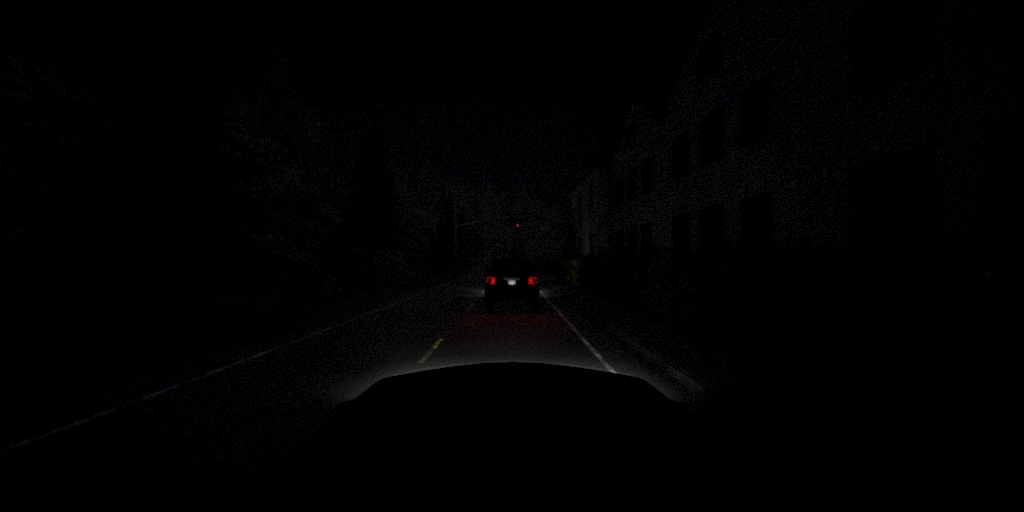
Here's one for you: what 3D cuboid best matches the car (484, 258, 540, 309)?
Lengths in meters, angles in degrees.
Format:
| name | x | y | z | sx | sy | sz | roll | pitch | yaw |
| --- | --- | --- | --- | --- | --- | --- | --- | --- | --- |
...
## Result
| name | x | y | z | sx | sy | sz | roll | pitch | yaw |
| --- | --- | --- | --- | --- | --- | --- | --- | --- | --- |
| car | 0.002 | 1.098 | 15.863 | 2.150 | 2.045 | 5.566 | 0 | 0 | 0 |
